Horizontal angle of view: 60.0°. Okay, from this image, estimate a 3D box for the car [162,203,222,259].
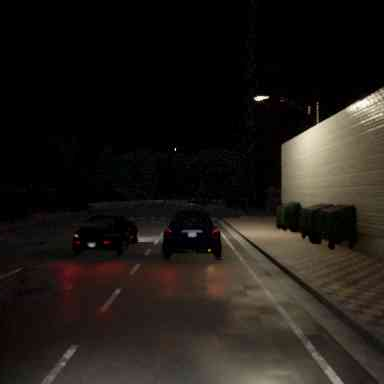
[{"bbox_3d":[0.024,1.498,13.415,2.097,1.767,4.553,0,-1,0],"label":"car"}]

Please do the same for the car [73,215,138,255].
[{"bbox_3d":[-3.471,1.678,13.894,1.812,1.442,4.674,0,0,1],"label":"car"}]

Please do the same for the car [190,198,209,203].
[{"bbox_3d":[2.316,2.295,86.362,2.097,1.767,4.553,-1,-1,42],"label":"car"}]

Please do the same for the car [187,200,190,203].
[{"bbox_3d":[0.780,2.332,89.760,4.553,1.767,2.097,1,-1,-43],"label":"car"}]
